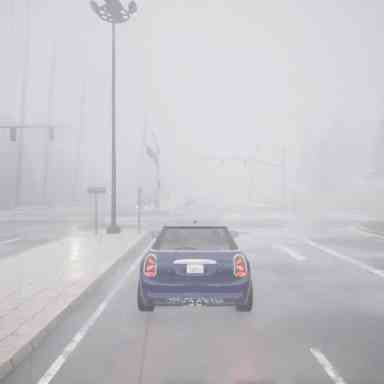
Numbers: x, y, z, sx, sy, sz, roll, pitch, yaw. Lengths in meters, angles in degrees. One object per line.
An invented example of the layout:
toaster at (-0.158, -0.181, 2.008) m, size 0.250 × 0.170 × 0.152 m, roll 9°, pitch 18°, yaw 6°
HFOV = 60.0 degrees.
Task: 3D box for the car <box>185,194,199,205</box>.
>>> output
car at (-0.171, 1.526, 54.711) m, size 1.812 × 1.442 × 4.674 m, roll 0°, pitch 0°, yaw -1°

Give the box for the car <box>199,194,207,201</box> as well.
car at (2.836, 1.513, 85.274) m, size 1.812 × 1.442 × 4.674 m, roll 0°, pitch 0°, yaw -1°

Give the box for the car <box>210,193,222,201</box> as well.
car at (6.341, 1.215, 85.003) m, size 2.150 × 2.045 × 5.566 m, roll 0°, pitch 0°, yaw -1°

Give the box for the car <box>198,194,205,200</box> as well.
car at (2.669, 1.442, 95.597) m, size 1.882 × 1.535 × 5.008 m, roll 0°, pitch 0°, yaw -1°

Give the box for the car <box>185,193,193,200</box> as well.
car at (-0.831, 1.189, 95.570) m, size 2.150 × 2.045 × 5.566 m, roll 0°, pitch 0°, yaw -1°

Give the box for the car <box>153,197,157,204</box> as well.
car at (-8.383, 1.505, 66.261) m, size 1.837 × 1.490 × 4.892 m, roll 0°, pitch 0°, yaw 0°

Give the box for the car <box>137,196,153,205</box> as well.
car at (-8.293, 1.505, 57.052) m, size 1.837 × 1.490 × 4.892 m, roll 0°, pitch 0°, yaw -1°

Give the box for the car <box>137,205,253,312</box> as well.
car at (0.069, 1.352, 7.891) m, size 2.097 × 1.767 × 4.553 m, roll 0°, pitch 0°, yaw 0°
